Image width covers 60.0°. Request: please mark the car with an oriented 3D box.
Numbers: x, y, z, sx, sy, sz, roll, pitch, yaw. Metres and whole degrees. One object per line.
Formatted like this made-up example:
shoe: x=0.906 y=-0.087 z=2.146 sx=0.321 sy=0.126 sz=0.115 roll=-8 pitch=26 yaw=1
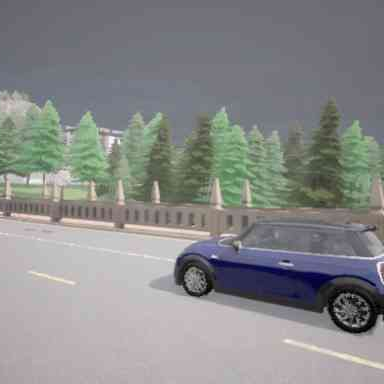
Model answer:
car: x=1.797 y=1.341 z=7.008 sx=4.553 sy=1.767 sz=2.097 roll=0 pitch=0 yaw=35
